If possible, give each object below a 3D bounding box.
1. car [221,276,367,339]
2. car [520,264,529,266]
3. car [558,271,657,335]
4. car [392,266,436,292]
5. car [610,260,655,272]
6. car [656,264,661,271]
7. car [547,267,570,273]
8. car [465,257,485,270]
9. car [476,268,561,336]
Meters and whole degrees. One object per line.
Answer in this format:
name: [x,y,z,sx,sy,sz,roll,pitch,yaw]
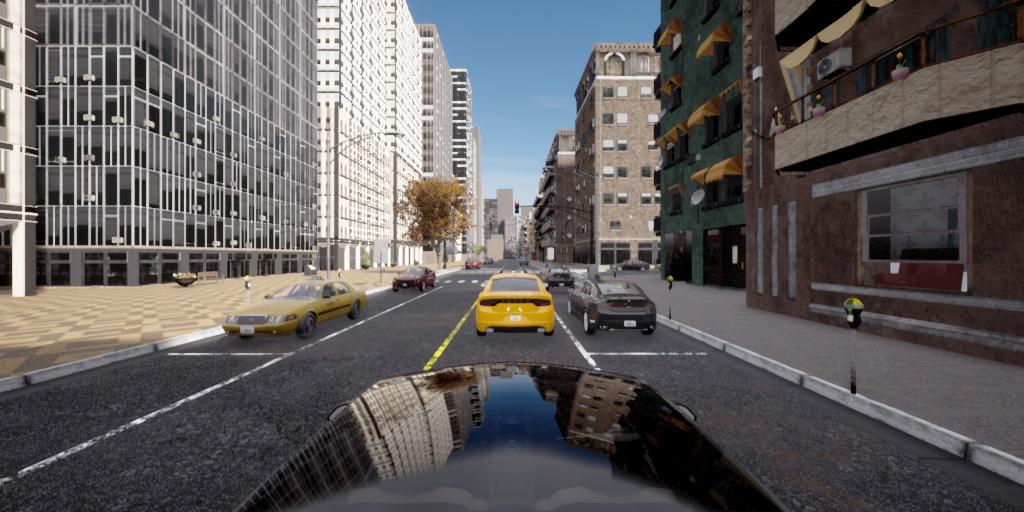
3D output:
car: [-5.706,1.275,10.132,1.751,1.417,4.829,0,0,0]
car: [0.066,1.353,20.689,1.895,1.301,4.718,0,0,0]
car: [2.674,1.300,10.316,2.007,1.370,4.403,0,0,0]
car: [-5.726,1.297,21.367,1.888,1.381,4.507,0,0,0]
car: [13.366,1.104,40.817,4.403,1.370,2.007,0,0,-1]
car: [18.763,1.002,40.881,4.829,1.417,1.751,0,0,-1]
car: [2.654,1.303,21.382,2.007,1.370,4.403,0,0,0]
car: [-5.784,1.093,53.755,2.192,1.841,5.009,0,0,0]
car: [0.073,1.227,10.410,1.882,1.535,5.008,0,0,0]
